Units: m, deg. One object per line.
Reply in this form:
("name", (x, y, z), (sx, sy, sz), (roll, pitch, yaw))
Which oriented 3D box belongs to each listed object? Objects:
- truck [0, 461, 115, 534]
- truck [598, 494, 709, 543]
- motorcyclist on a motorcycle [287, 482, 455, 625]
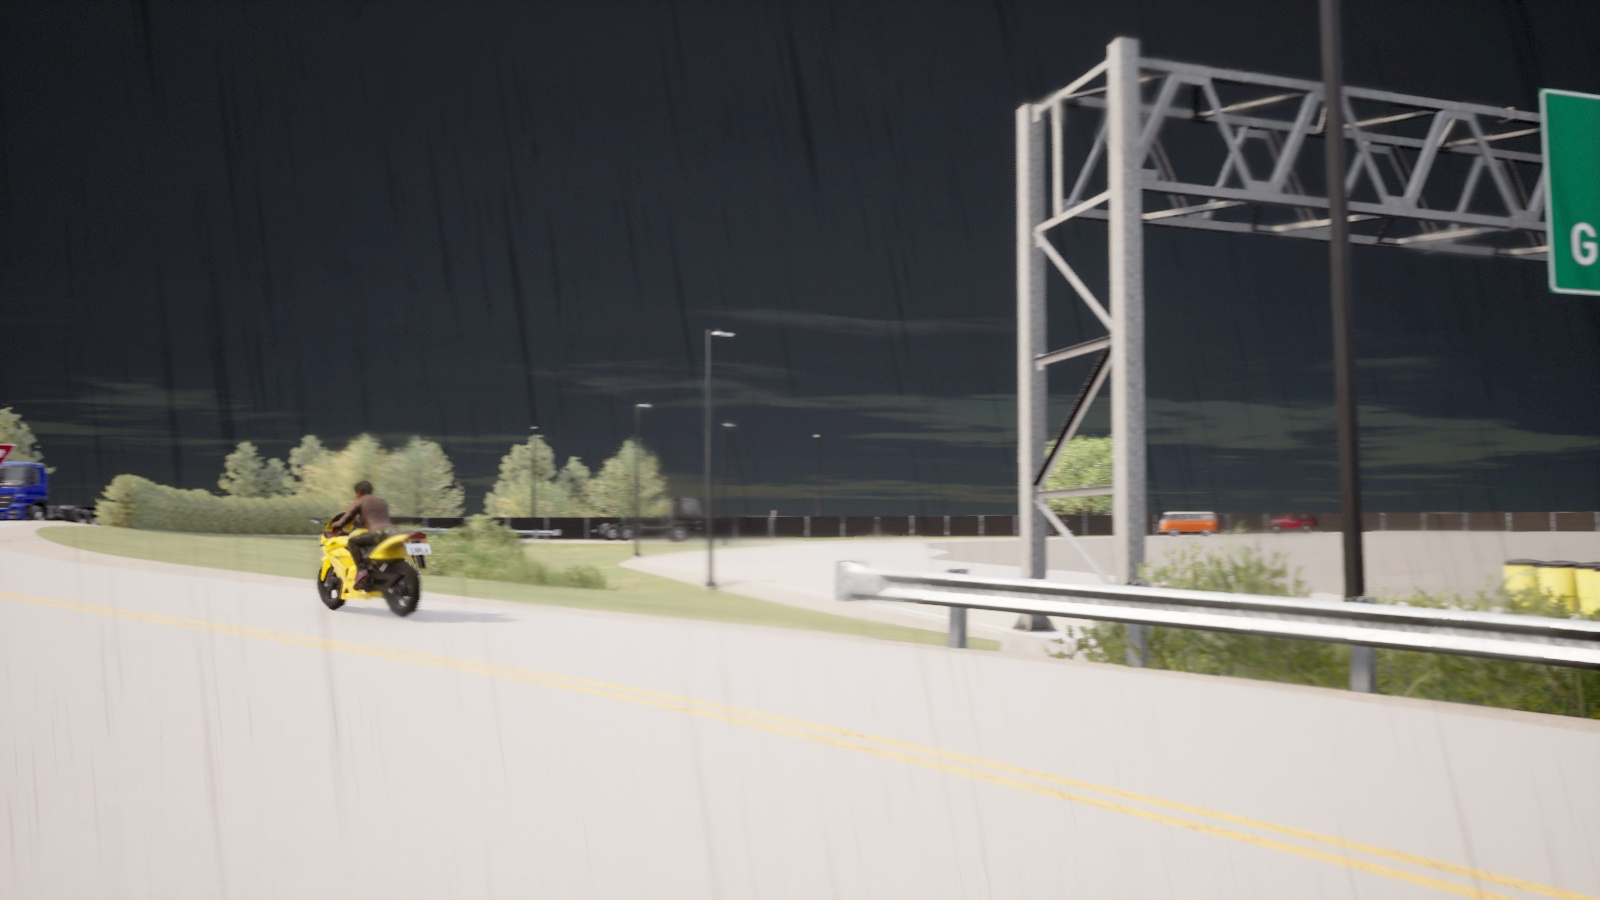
("truck", (-40.010, 2.640, 66.718), (2.891, 3.462, 7.936), (-1, -5, -1))
("truck", (-11.099, 5.236, 94.914), (7.936, 3.462, 2.891), (2, -5, -13))
("motorcyclist on a motorcycle", (-4.893, 1.128, 14.274), (2.044, 1.523, 0.797), (-1, -3, 39))
